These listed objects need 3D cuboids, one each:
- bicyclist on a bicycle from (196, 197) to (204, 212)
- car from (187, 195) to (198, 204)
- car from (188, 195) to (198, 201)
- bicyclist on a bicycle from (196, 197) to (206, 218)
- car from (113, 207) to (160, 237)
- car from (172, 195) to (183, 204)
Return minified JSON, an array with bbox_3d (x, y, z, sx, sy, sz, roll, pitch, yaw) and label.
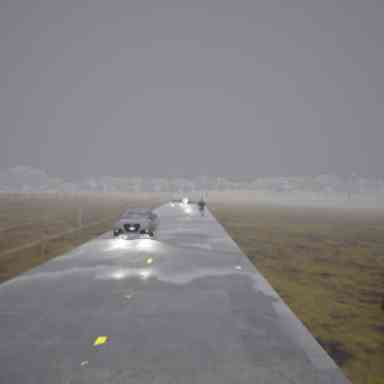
[{"bbox_3d":[0.839,1.325,36.499,0.866,1.612,1.509,0,0,0],"label":"bicyclist on a bicycle"},{"bbox_3d":[0.204,1.392,56.698,1.994,1.385,4.181,0,0,1],"label":"car"},{"bbox_3d":[0.244,1.325,74.846,2.033,1.411,5.357,0,0,0],"label":"car"},{"bbox_3d":[0.782,1.295,26.334,0.659,1.776,1.843,0,0,0],"label":"bicyclist on a bicycle"},{"bbox_3d":[-2.839,1.522,17.687,1.994,1.385,4.181,0,0,0],"label":"car"},{"bbox_3d":[-2.627,1.295,60.531,1.882,1.535,5.008,0,0,1],"label":"car"}]
